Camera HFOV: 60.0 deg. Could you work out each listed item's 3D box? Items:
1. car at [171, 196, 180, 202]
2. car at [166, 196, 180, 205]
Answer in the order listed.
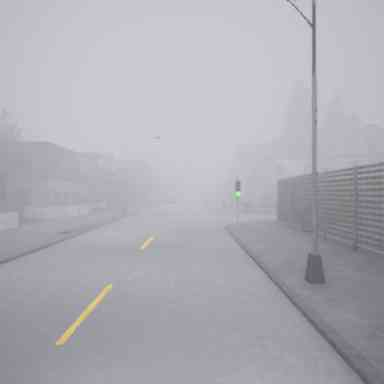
[{"bbox_3d":[-3.981,1.668,80.715,1.837,1.490,4.892,0,0,0],"label":"car"},{"bbox_3d":[-3.971,1.810,65.195,2.033,1.411,5.357,0,0,0],"label":"car"}]
